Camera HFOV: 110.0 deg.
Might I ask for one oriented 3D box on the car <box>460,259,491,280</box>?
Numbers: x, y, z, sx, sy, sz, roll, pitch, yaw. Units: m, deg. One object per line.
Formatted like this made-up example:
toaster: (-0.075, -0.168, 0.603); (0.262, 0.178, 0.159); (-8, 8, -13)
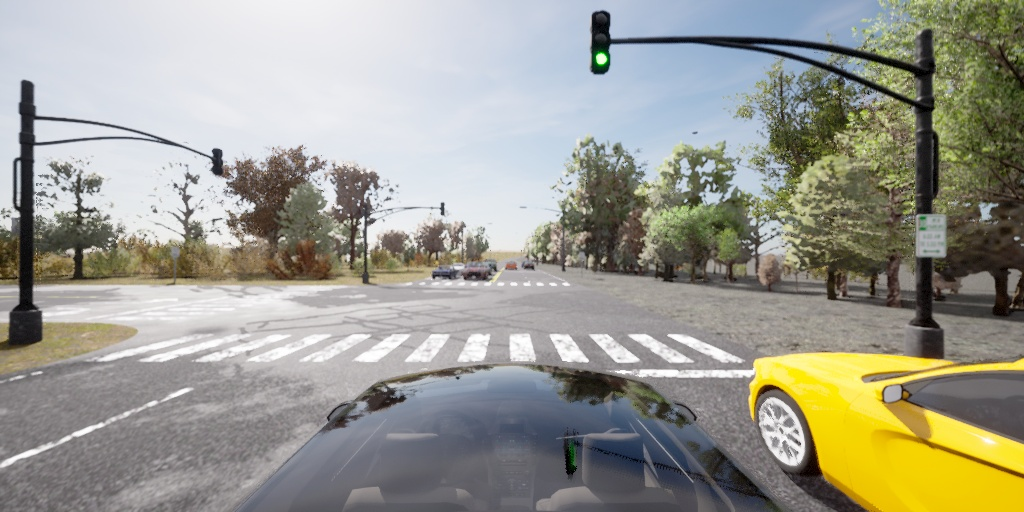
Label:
car: (-3.448, 1.375, 34.750); (2.097, 1.767, 4.553); (0, 0, 0)

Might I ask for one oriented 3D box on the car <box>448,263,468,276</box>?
car: (-6.729, 1.623, 44.847); (1.812, 1.442, 4.674); (0, 0, 0)

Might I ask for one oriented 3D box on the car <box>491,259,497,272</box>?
car: (-3.507, 1.437, 56.860); (2.150, 2.045, 5.566); (0, -1, 0)

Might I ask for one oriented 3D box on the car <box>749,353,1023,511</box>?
car: (3.366, 1.212, 1.651); (1.882, 1.535, 5.008); (0, 0, 0)

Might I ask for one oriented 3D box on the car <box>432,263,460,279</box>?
car: (-6.703, 1.622, 35.911); (1.895, 1.301, 4.718); (0, 0, 0)

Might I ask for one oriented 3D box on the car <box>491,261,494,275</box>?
car: (-3.476, 1.625, 43.736); (1.812, 1.442, 4.674); (0, 0, 0)
